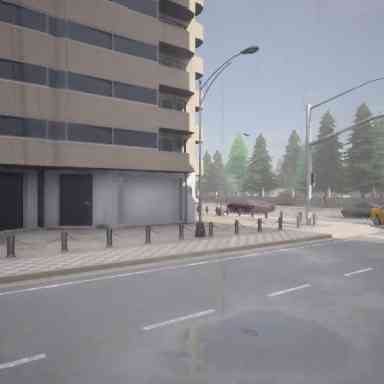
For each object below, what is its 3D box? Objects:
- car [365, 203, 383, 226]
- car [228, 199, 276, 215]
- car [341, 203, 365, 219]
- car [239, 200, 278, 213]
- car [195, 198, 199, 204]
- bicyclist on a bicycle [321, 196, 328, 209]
[{"bbox_3d":[13.164,1.488,20.578,1.882,1.535,5.008,1,0,-1],"label":"car"},{"bbox_3d":[5.862,1.533,34.608,1.882,1.535,5.008,0,0,-36],"label":"car"},{"bbox_3d":[14.970,1.619,28.219,1.994,1.385,4.181,0,0,-39],"label":"car"},{"bbox_3d":[7.564,1.620,38.232,1.994,1.385,4.181,0,0,-36],"label":"car"},{"bbox_3d":[-0.534,1.581,61.754,1.812,1.442,4.674,0,0,-36],"label":"car"},{"bbox_3d":[17.332,1.356,43.463,1.656,1.620,0.582,0,0,-36],"label":"bicyclist on a bicycle"}]
